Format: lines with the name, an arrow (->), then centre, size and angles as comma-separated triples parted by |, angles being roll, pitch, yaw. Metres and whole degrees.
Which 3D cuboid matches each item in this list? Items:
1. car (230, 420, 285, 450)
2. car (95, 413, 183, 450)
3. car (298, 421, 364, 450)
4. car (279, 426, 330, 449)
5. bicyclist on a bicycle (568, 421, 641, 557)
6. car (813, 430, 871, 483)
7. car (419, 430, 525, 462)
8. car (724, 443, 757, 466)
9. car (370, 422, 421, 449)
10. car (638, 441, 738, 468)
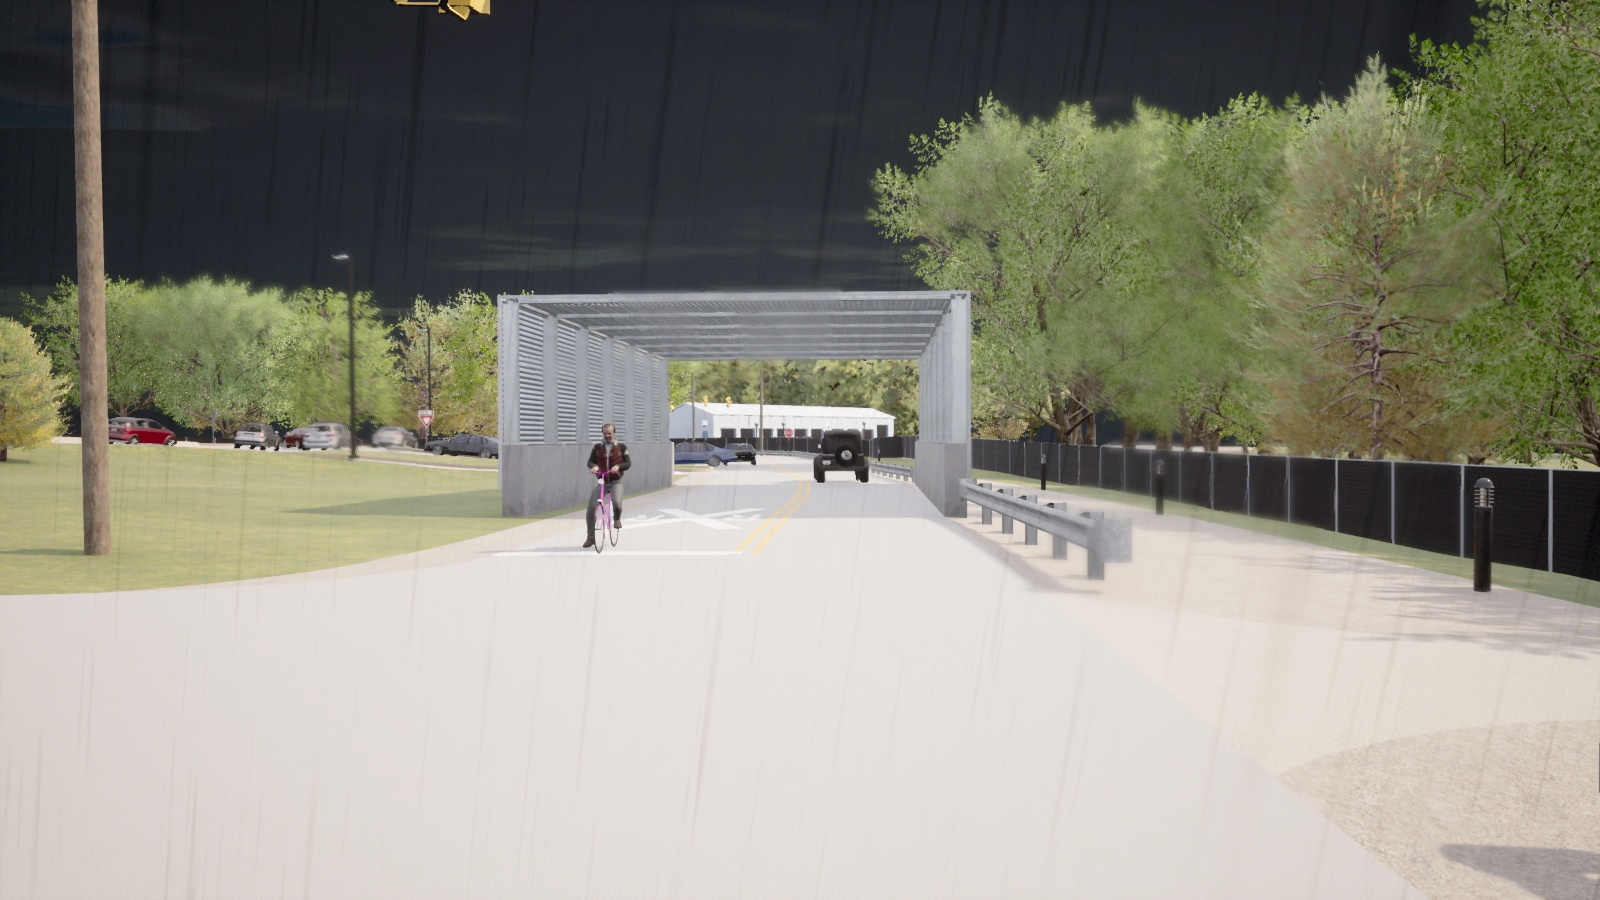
car -> -32.602, -0.886, 75.608 | 1.851, 1.617, 3.988 | 4, -1, -7
car -> -33.742, -0.913, 64.174 | 1.789, 1.549, 3.705 | 8, 1, 15
car -> -27.770, -0.852, 74.530 | 2.242, 1.667, 4.611 | 0, 1, -2
car -> -34.409, -0.901, 87.193 | 1.882, 1.535, 5.008 | -1, 2, -39
bicyclist on a bicycle -> -2.667, 0.512, 17.283 | 0.659, 1.776, 1.843 | 0, 0, 2
car -> 1.484, 0.218, 46.167 | 1.905, 1.878, 3.866 | 0, 0, -1
car -> -18.296, -0.230, 70.037 | 5.357, 1.411, 2.033 | 4, 1, 16
car -> -3.572, 0.248, 74.553 | 1.895, 1.301, 4.718 | 0, 1, -3
car -> -28.679, -0.994, 89.198 | 2.152, 1.651, 5.027 | 2, -1, -3
car -> -6.176, 0.262, 68.965 | 5.357, 1.411, 2.033 | 0, 0, -7
